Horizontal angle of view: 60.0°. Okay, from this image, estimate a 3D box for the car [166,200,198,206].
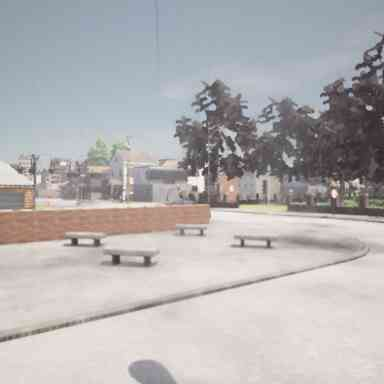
[{"bbox_3d":[-0.639,1.485,32.138,2.033,1.411,5.357,0,0,-35],"label":"car"}]
